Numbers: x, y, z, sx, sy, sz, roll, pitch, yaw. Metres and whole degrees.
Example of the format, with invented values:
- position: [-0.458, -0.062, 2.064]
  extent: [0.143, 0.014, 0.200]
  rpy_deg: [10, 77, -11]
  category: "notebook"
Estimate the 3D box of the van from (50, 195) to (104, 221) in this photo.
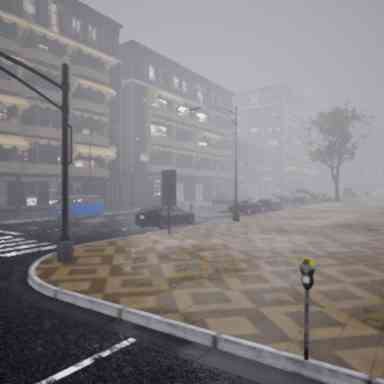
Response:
- position: [-8.455, 1.135, 24.808]
  extent: [1.690, 1.788, 3.998]
  rpy_deg: [1, 2, 35]
  category: "van"

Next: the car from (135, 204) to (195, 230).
- position: [-1.566, 1.390, 20.045]
  extent: [1.947, 1.339, 4.313]
  rpy_deg: [1, 2, 35]
  category: "car"

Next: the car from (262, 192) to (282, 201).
- position: [13.724, 0.755, 56.871]
  extent: [1.947, 1.339, 4.313]
  rpy_deg: [1, 2, 35]
  category: "car"

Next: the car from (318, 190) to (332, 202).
- position: [20.712, 0.742, 52.241]
  extent: [1.752, 1.417, 4.829]
  rpy_deg: [1, 2, 35]
  category: "car"

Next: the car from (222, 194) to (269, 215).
- position: [4.771, 1.195, 29.202]
  extent: [1.887, 1.381, 4.507]
  rpy_deg: [1, 2, 35]
  category: "car"

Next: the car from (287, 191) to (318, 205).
- position: [14.277, 0.941, 42.942]
  extent: [2.008, 1.369, 4.403]
  rpy_deg: [1, 2, 35]
  category: "car"

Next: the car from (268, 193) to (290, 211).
- position: [7.940, 1.114, 33.782]
  extent: [2.008, 1.369, 4.403]
  rpy_deg: [1, 2, 35]
  category: "car"

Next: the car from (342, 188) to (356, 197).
- position: [34.010, 0.080, 72.000]
  extent: [2.150, 2.045, 5.566]
  rpy_deg: [0, 1, 35]
  category: "car"

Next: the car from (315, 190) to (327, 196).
- position: [32.735, 0.224, 84.348]
  extent: [1.887, 1.381, 4.507]
  rpy_deg: [1, 2, 35]
  category: "car"

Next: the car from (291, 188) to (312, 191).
- position: [18.215, 0.436, 53.379]
  extent: [2.150, 2.045, 5.566]
  rpy_deg: [0, 1, 35]
  category: "car"

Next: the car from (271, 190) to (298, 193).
- position: [12.362, 0.866, 44.819]
  extent: [2.128, 1.511, 4.902]
  rpy_deg: [0, 1, 34]
  category: "car"

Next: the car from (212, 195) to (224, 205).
- position: [4.218, 1.013, 43.131]
  extent: [1.947, 1.339, 4.313]
  rpy_deg: [1, 2, 35]
  category: "car"

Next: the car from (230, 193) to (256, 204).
- position: [7.386, 0.911, 47.711]
  extent: [2.008, 1.369, 4.403]
  rpy_deg: [1, 2, 35]
  category: "car"

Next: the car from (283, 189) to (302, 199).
- position: [20.063, 0.333, 66.024]
  extent: [2.192, 1.841, 5.009]
  rpy_deg: [1, 2, 35]
  category: "car"
